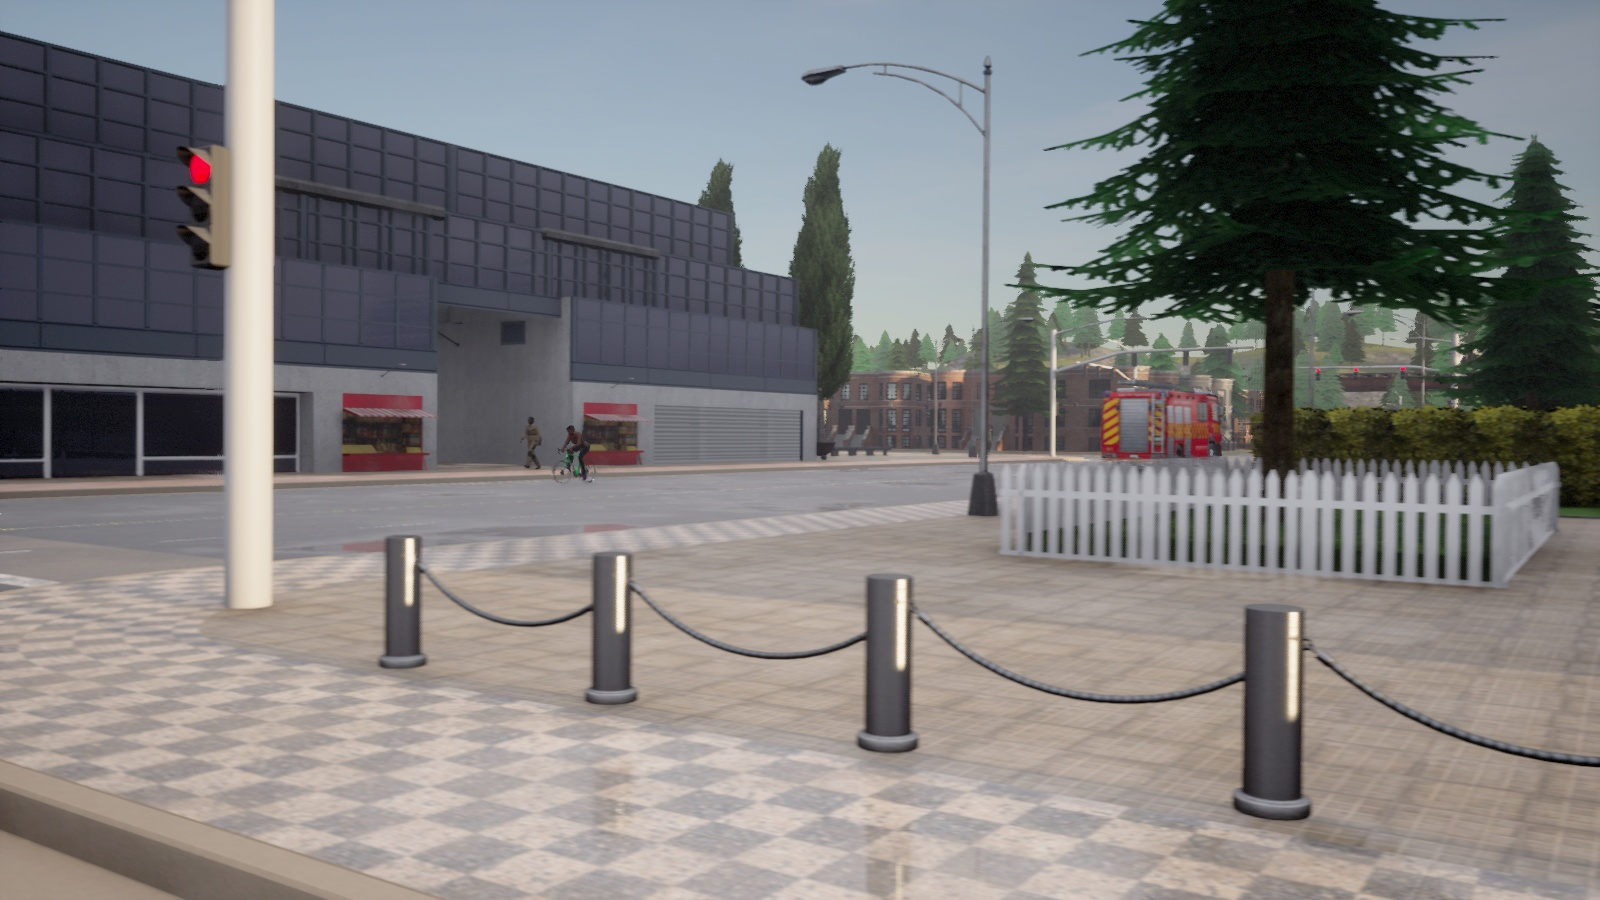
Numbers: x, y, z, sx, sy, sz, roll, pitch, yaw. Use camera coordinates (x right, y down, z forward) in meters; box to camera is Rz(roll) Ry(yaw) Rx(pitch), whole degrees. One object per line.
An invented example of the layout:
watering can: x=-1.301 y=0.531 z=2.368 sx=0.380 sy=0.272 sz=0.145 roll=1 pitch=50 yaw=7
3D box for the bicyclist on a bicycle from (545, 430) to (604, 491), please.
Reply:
bicyclist on a bicycle: x=-6.223 y=0.267 z=34.727 sx=0.582 sy=1.620 sz=1.656 roll=0 pitch=1 yaw=34

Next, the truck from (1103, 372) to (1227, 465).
truck: x=16.425 y=-1.347 z=56.011 sx=2.891 sy=3.827 sz=8.468 roll=0 pitch=1 yaw=34

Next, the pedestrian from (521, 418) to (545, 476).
pedestrian: x=-8.891 y=-0.101 z=41.852 sx=0.396 sy=1.930 sz=0.692 roll=0 pitch=1 yaw=26
